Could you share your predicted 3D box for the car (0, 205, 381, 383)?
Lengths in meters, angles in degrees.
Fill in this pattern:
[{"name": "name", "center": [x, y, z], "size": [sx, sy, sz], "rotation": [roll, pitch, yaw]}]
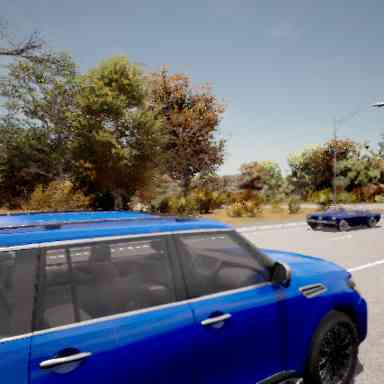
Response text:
[{"name": "car", "center": [-0.495, 1.205, 3.394], "size": [5.566, 2.045, 2.150], "rotation": [-1, 1, -35]}]
